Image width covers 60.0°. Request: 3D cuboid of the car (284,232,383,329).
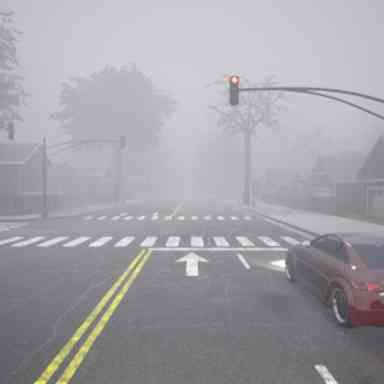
[{"bbox_3d":[3.341,1.505,6.845,1.994,1.385,4.181,0,0,0],"label":"car"}]
